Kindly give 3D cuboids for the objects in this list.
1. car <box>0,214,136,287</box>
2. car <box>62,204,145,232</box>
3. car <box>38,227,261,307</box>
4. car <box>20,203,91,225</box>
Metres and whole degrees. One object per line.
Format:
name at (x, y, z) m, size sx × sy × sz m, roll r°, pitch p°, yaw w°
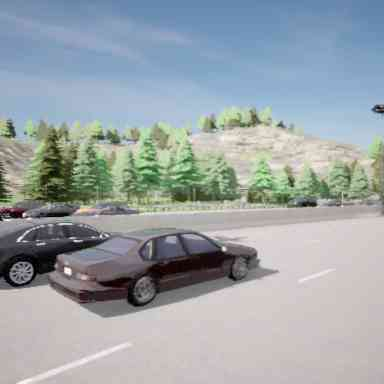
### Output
car at (-3.727, 1.570, 9.635) m, size 4.892 × 1.490 × 1.837 m, roll 1°, pitch -2°, yaw -44°
car at (-5.795, 1.650, 22.202) m, size 4.902 × 1.511 × 2.128 m, roll 1°, pitch -1°, yaw -42°
car at (-0.575, 1.612, 8.197) m, size 5.357 × 1.411 × 2.033 m, roll 1°, pitch -1°, yaw -42°
car at (-10.959, 1.669, 26.951) m, size 4.902 × 1.511 × 2.128 m, roll 1°, pitch -1°, yaw -43°
